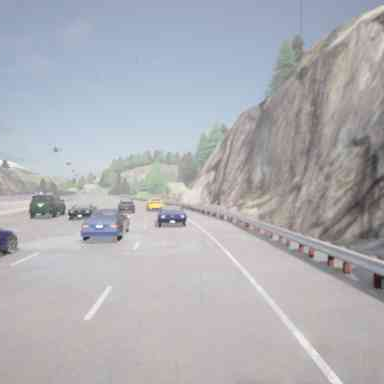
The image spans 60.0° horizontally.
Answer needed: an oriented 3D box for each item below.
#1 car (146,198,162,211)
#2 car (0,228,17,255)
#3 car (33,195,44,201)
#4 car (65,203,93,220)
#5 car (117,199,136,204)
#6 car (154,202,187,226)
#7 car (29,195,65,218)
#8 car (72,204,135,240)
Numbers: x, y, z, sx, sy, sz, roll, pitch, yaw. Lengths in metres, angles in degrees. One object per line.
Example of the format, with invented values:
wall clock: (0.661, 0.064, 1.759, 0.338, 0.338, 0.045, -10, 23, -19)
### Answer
car: (-4.662, 1.498, 41.438, 1.882, 1.535, 5.008, 0, 0, -12)
car: (-7.335, 1.544, 10.447, 1.812, 1.442, 4.674, 0, 0, -3)
car: (-38.776, 1.601, 84.142, 1.994, 1.385, 4.181, 0, 0, -17)
car: (-9.370, 1.628, 28.949, 1.895, 1.301, 4.718, 0, 0, -9)
car: (-7.410, 1.517, 37.553, 2.128, 1.511, 4.902, 0, 0, -12)
car: (-1.516, 1.610, 23.477, 1.895, 1.301, 4.718, 0, 0, -7)
car: (-13.183, 1.258, 30.589, 2.150, 2.045, 5.566, 0, 0, -10)
car: (-4.307, 1.561, 17.093, 2.033, 1.411, 5.357, 0, 0, -5)
